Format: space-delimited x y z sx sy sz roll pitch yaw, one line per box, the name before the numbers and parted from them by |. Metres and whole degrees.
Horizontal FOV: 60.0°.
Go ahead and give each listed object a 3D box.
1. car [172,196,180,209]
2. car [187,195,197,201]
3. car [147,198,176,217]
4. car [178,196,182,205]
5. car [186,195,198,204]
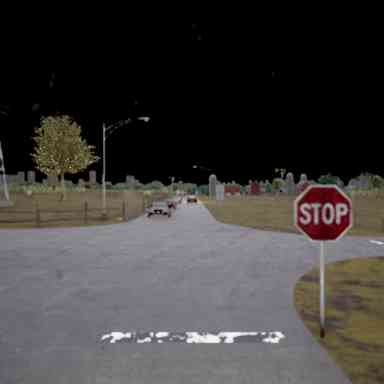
car | -2.824 1.528 40.786 1.895 1.301 4.718 0 0 -1
car | 0.020 1.289 71.785 1.994 1.385 4.181 0 0 0
car | -2.827 1.510 30.050 1.994 1.385 4.181 0 0 1
car | -2.772 1.402 58.225 2.128 1.511 4.902 0 0 1
car | 0.017 1.386 61.359 1.882 1.535 5.008 0 0 0
